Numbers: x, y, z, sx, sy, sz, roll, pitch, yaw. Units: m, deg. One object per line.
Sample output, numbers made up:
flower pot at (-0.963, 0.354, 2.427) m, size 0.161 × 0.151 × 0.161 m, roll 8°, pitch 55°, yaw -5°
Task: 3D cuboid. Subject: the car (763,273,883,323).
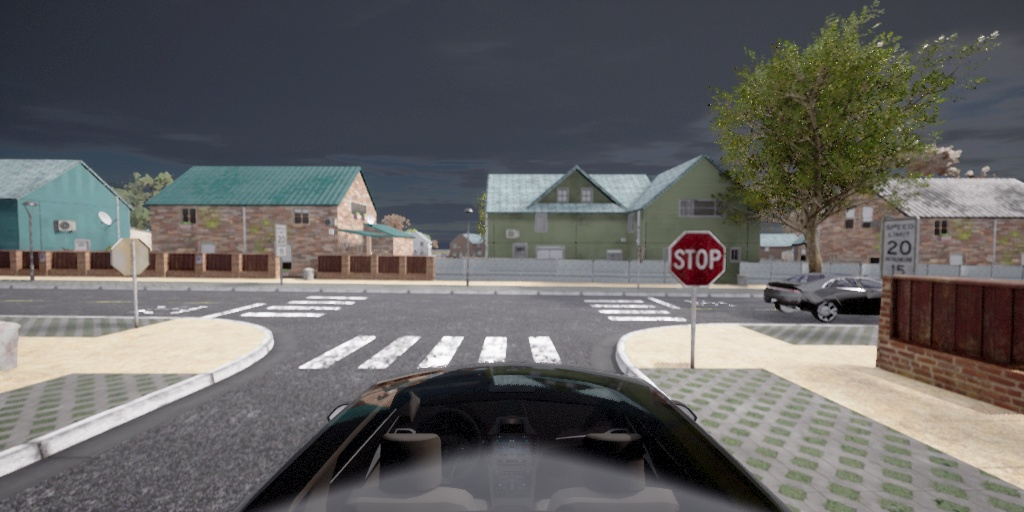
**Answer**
car at (11.306, 1.346, 12.183) m, size 4.902 × 1.511 × 2.128 m, roll 1°, pitch 2°, yaw -1°
